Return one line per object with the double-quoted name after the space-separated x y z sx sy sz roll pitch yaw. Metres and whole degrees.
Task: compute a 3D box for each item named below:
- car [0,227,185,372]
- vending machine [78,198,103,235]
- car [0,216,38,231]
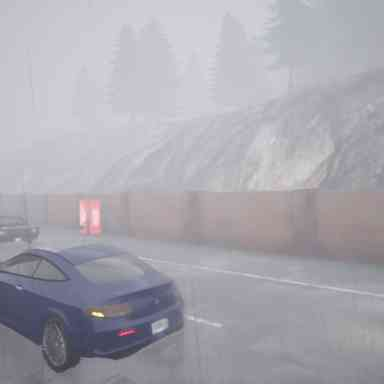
-2.218 1.593 5.754 4.674 1.442 1.812 -1 0 38 "car"
-6.017 1.414 19.680 0.880 2.100 1.100 -1 -1 42 "vending machine"
-9.281 1.810 16.037 4.718 1.301 1.895 -1 -1 41 "car"
